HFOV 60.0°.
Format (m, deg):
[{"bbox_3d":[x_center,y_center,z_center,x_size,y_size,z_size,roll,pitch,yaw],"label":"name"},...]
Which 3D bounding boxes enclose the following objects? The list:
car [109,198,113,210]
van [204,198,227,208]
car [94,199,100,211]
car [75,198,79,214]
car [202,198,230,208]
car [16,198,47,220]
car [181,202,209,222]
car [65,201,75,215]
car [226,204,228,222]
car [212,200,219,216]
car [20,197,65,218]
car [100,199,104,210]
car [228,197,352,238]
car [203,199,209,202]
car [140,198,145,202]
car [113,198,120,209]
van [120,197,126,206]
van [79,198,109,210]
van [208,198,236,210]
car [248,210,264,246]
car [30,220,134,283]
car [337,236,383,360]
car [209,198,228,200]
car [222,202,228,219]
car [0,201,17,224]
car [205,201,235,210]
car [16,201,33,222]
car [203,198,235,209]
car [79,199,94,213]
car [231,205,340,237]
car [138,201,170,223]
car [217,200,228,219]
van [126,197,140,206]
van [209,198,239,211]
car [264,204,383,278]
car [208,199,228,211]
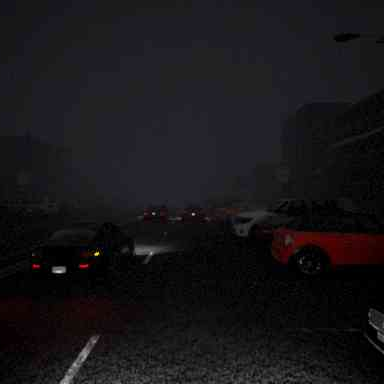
[{"bbox_3d":[-15.821,2.072,54.094,4.553,1.767,2.185,0,-1,0],"label":"car"},{"bbox_3d":[4.642,2.147,65.259,4.442,1.987,1.878,0,-1,0],"label":"van"},{"bbox_3d":[-15.961,2.046,45.819,5.366,1.575,1.946,0,-1,0],"label":"car"},{"bbox_3d":[-15.731,1.762,37.548,4.553,1.767,2.185,0,-1,0],"label":"car"},{"bbox_3d":[4.797,2.161,68.035,5.566,2.045,2.435,0,-1,0],"label":"car"},{"bbox_3d":[-15.780,1.596,29.279,4.553,1.767,2.185,0,-1,0],"label":"car"},{"bbox_3d":[0.108,1.776,28.248,1.994,1.385,4.181,0,-1,0],"label":"car"},{"bbox_3d":[-15.730,1.581,34.793,5.566,2.045,2.435,0,-1,0],"label":"car"},{"bbox_3d":[4.714,1.612,20.799,4.674,1.452,2.002,0,-1,0],"label":"car"},{"bbox_3d":[4.725,1.762,31.783,5.008,1.535,2.097,0,-1,0],"label":"car"},{"bbox_3d":[-15.782,1.525,32.036,5.566,2.045,2.435,0,-1,0],"label":"car"},{"bbox_3d":[-15.778,2.140,48.575,4.674,1.452,2.002,0,-1,0],"label":"car"},{"bbox_3d":[4.686,1.266,15.249,5.566,2.045,2.435,0,-1,0],"label":"car"},{"bbox_3d":[4.539,2.041,45.678,5.366,1.575,1.946,0,-1,0],"label":"car"},{"bbox_3d":[-15.815,2.405,87.184,5.566,2.045,2.435,0,-1,0],"label":"car"},{"bbox_3d":[-15.766,1.992,56.854,5.566,2.045,2.435,0,-1,0],"label":"car"},{"bbox_3d":[-15.924,2.146,65.129,4.442,1.987,1.878,0,-1,0],"label":"van"},{"bbox_3d":[-15.668,1.924,51.338,4.442,1.987,1.878,0,-1,0],"label":"van"},{"bbox_3d":[4.849,1.969,54.017,4.442,1.987,1.878,0,-1,0],"label":"van"},{"bbox_3d":[4.713,1.541,12.472,4.674,1.452,2.002,0,0,0],"label":"car"},{"bbox_3d":[-2.897,1.537,9.552,1.812,1.442,4.674,0,0,0],"label":"car"},{"bbox_3d":[4.718,1.484,4.014,4.892,1.521,2.231,0,0,0],"label":"car"},{"bbox_3d":[4.754,1.866,43.025,4.553,1.767,2.185,0,-1,0],"label":"car"},{"bbox_3d":[4.720,1.649,23.456,4.674,1.452,2.002,0,-1,0],"label":"car"},{"bbox_3d":[-15.735,1.625,23.768,5.008,1.535,2.097,0,-1,0],"label":"car"},{"bbox_3d":[4.729,2.243,56.796,4.892,1.521,2.231,0,-1,0],"label":"car"},{"bbox_3d":[-15.774,1.702,26.519,4.792,1.488,2.163,0,-1,0],"label":"car"},{"bbox_3d":[4.771,2.037,59.700,5.566,2.045,2.435,0,-1,0],"label":"car"},{"bbox_3d":[-15.957,1.993,43.060,5.366,1.575,1.946,0,-1,0],"label":"car"},{"bbox_3d":[4.901,1.539,18.026,5.366,1.575,1.946,0,-1,0],"label":"car"},{"bbox_3d":[-2.891,1.749,27.699,2.033,1.411,5.357,0,-1,0],"label":"car"},{"bbox_3d":[4.903,1.652,26.227,5.366,1.575,1.946,0,-1,0],"label":"car"},{"bbox_3d":[-15.717,2.359,81.673,4.442,1.987,1.878,0,-1,0],"label":"van"},{"bbox_3d":[4.844,1.922,51.364,4.442,1.987,1.878,0,-1,0],"label":"van"},{"bbox_3d":[4.682,1.366,9.695,4.553,1.767,2.185,0,0,0],"label":"car"},{"bbox_3d":[4.717,1.936,40.244,5.008,1.535,2.097,0,-1,0],"label":"car"}]
